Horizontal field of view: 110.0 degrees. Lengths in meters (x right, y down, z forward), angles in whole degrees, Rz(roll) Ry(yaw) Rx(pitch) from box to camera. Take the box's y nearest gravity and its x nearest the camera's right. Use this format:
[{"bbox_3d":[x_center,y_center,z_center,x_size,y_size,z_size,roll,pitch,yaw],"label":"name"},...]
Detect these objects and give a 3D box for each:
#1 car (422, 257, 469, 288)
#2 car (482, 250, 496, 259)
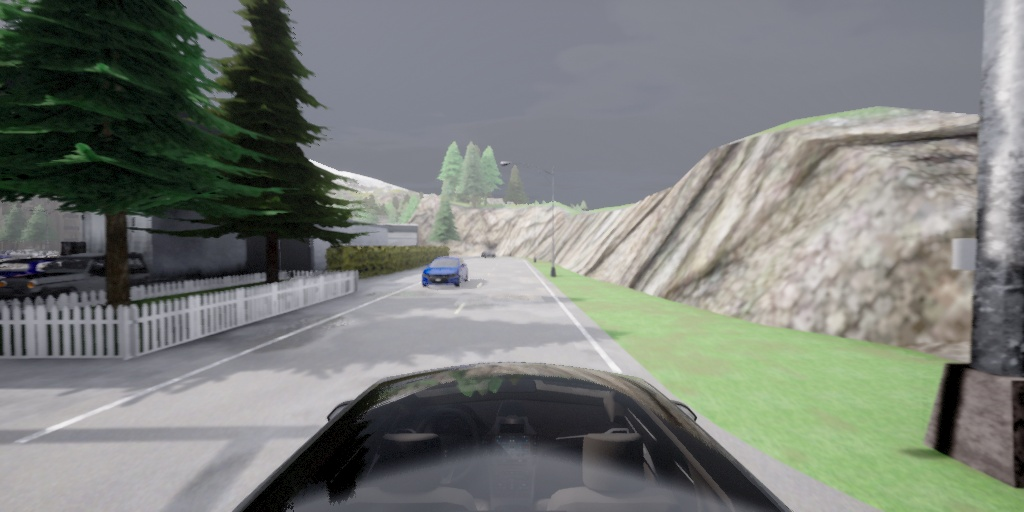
[{"bbox_3d":[-3.491,0.789,19.407,1.882,1.535,5.008,0,2,0],"label":"car"},{"bbox_3d":[-4.045,-0.296,62.009,2.033,1.411,5.357,0,2,-14],"label":"car"}]
